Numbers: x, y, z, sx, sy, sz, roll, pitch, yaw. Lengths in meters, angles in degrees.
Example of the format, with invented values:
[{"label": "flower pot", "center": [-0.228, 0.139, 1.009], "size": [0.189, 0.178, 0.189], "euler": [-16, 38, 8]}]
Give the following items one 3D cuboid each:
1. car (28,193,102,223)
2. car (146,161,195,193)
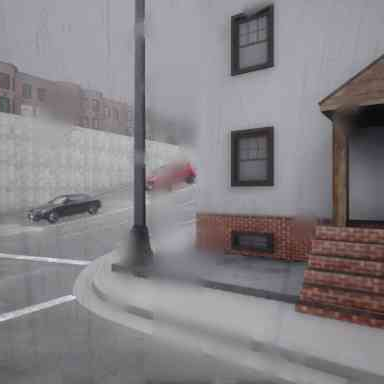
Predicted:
[{"label": "car", "center": [-7.849, 0.873, 20.868], "size": [1.812, 1.442, 4.674], "euler": [0, 7, 35]}, {"label": "car", "center": [-1.915, -1.376, 29.350], "size": [2.150, 2.045, 5.566], "euler": [0, 14, 35]}]
